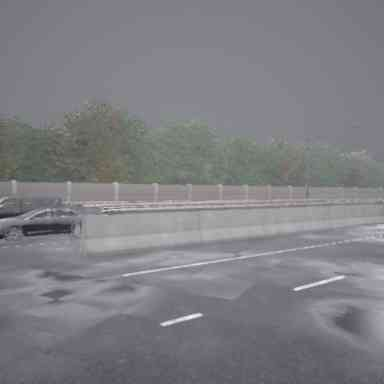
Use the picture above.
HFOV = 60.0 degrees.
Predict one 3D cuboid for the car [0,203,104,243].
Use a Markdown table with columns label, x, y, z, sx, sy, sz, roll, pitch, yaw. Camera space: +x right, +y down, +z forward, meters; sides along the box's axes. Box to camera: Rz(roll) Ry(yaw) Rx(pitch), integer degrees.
| label | x | y | z | sx | sy | sz | roll | pitch | yaw |
| --- | --- | --- | --- | --- | --- | --- | --- | --- | --- |
| car | -7.093 | 1.503 | 16.127 | 4.902 | 1.511 | 2.128 | 0 | 0 | -35 |

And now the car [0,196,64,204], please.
| label | x | y | z | sx | sy | sz | roll | pitch | yaw |
| --- | --- | --- | --- | --- | --- | --- | --- | --- | --- |
| car | -9.800 | 1.231 | 18.497 | 5.566 | 2.045 | 2.150 | 0 | 0 | -36 |

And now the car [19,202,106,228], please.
| label | x | y | z | sx | sy | sz | roll | pitch | yaw |
| --- | --- | --- | --- | --- | --- | --- | --- | --- | --- |
| car | -8.996 | 1.538 | 23.411 | 5.357 | 1.411 | 2.033 | -1 | 1 | -36 |
